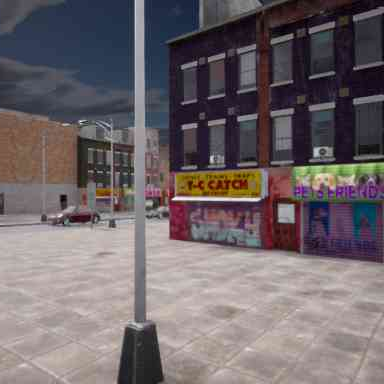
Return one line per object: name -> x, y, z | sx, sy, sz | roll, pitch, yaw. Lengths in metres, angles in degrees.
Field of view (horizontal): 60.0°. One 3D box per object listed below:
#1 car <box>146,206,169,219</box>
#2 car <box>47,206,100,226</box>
car -> -3.063, 2.170, 35.504 | 2.008, 1.369, 4.403 | -2, -2, 36
car -> -9.487, 1.825, 26.712 | 1.967, 1.590, 4.097 | -2, -2, 36
